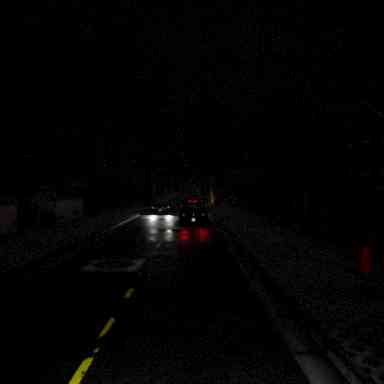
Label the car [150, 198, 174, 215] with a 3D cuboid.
[{"bbox_3d":[-2.840,1.342,31.917,1.812,1.442,4.674,0,1,0],"label":"car"}]

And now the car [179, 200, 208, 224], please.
[{"bbox_3d":[0.092,1.484,23.649,1.895,1.301,4.718,0,0,0],"label":"car"}]

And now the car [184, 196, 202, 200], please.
[{"bbox_3d":[0.084,1.231,40.831,1.837,1.490,4.892,0,1,0],"label":"car"}]
